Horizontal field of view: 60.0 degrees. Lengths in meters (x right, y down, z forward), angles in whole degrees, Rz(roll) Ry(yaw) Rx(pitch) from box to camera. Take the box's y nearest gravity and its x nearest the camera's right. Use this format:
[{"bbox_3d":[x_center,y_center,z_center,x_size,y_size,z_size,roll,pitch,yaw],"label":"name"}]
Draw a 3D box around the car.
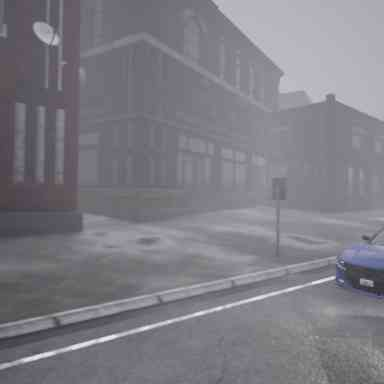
[{"bbox_3d":[5.381,1.460,7.841,5.008,1.535,1.882,0,0,-36],"label":"car"}]
